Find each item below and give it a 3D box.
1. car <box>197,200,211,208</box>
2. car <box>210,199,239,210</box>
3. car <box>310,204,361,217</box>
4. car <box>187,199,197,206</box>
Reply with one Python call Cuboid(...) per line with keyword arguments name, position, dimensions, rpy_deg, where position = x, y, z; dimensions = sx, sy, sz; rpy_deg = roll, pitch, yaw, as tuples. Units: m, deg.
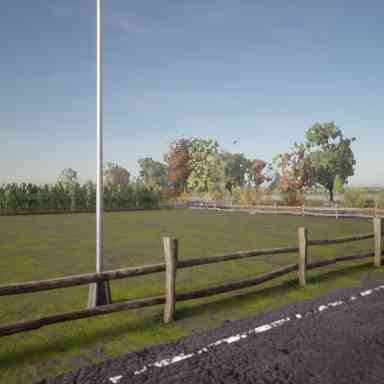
Cuboid(name="car", position=(3.126, 2.102, 60.392), dimensions=(2.128, 1.511, 4.902), rpy_deg=(-1, -1, -17))
Cuboid(name="car", position=(5.063, 2.024, 49.099), dimensions=(1.812, 1.442, 4.674), rpy_deg=(-1, 0, -29))
Cuboid(name="car", position=(14.787, 1.861, 34.305), dimensions=(1.895, 1.301, 4.718), rpy_deg=(-1, 0, -35))
Cuboid(name="car", position=(0.256, 2.206, 70.386), dimensions=(1.812, 1.442, 4.674), rpy_deg=(0, -1, -16))
